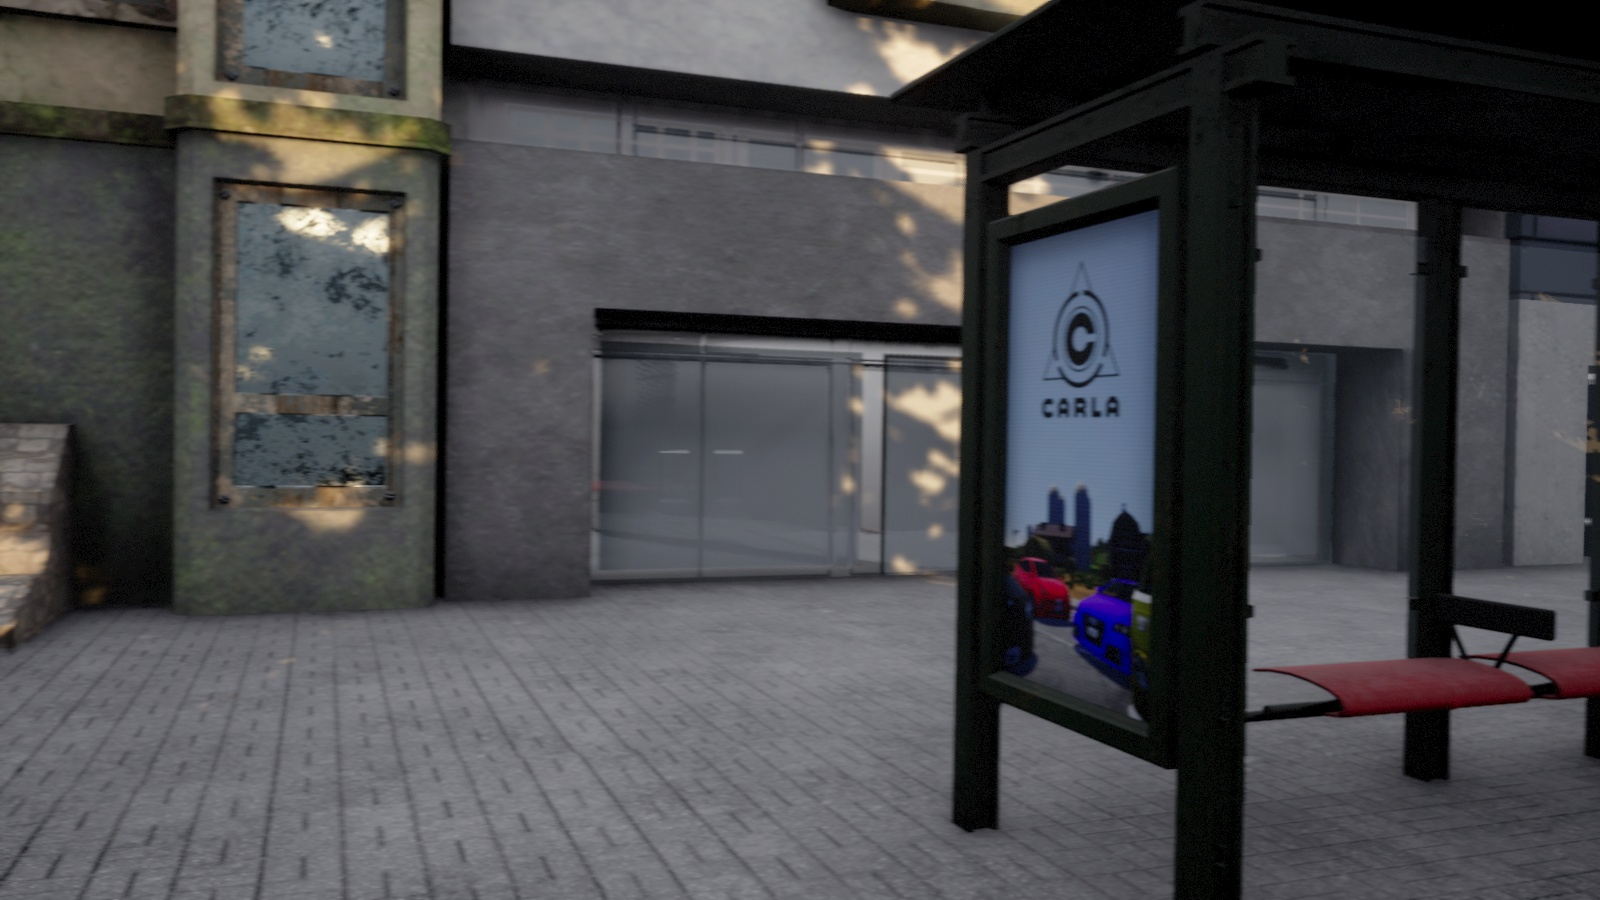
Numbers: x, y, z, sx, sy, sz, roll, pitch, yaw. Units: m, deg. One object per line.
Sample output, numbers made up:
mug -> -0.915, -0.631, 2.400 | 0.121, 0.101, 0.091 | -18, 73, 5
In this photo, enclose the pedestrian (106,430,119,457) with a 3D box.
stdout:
pedestrian -> -46.339, -0.444, 84.643 | 0.726, 1.835, 0.370 | -1, 1, -23
